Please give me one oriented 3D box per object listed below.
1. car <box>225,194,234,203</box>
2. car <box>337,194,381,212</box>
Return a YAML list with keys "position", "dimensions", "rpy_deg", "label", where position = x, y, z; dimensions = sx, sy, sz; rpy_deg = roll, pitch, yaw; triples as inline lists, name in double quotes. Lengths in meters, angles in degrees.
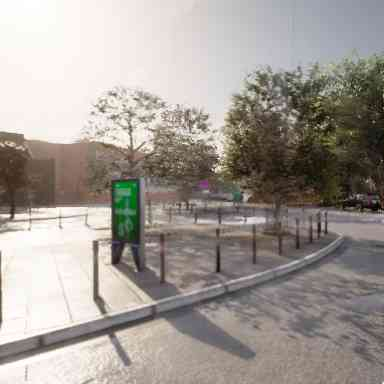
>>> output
- position: [9.886, 1.856, 80.324]
  dimensions: [1.994, 1.385, 4.181]
  rpy_deg: [0, 0, 16]
  label: "car"
- position: [19.367, 1.235, 38.807]
  dimensions: [2.150, 2.045, 5.566]
  rpy_deg: [0, 0, -10]
  label: "car"
